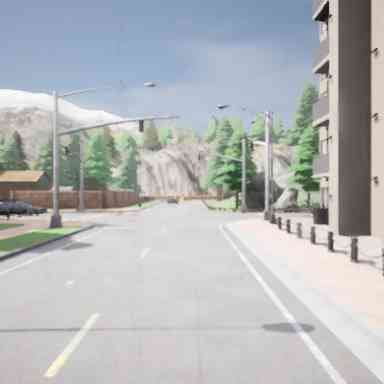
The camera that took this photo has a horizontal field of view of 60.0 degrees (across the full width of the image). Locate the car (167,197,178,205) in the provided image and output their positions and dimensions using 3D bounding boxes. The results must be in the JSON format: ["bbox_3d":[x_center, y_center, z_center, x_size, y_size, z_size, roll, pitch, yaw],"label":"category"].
[{"bbox_3d":[-3.536,1.597,60.846,1.895,1.301,4.718,0,0,1],"label":"car"}]

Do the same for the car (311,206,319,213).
[{"bbox_3d":[13.593,1.577,29.869,5.357,1.411,2.033,0,0,-1],"label":"car"}]

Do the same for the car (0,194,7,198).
[{"bbox_3d":[-25.024,1.157,41.860,1.932,1.855,4.605,0,0,-1],"label":"car"}]

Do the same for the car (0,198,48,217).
[{"bbox_3d":[-16.391,1.546,30.964,5.357,1.411,2.033,0,0,-4],"label":"car"}]
